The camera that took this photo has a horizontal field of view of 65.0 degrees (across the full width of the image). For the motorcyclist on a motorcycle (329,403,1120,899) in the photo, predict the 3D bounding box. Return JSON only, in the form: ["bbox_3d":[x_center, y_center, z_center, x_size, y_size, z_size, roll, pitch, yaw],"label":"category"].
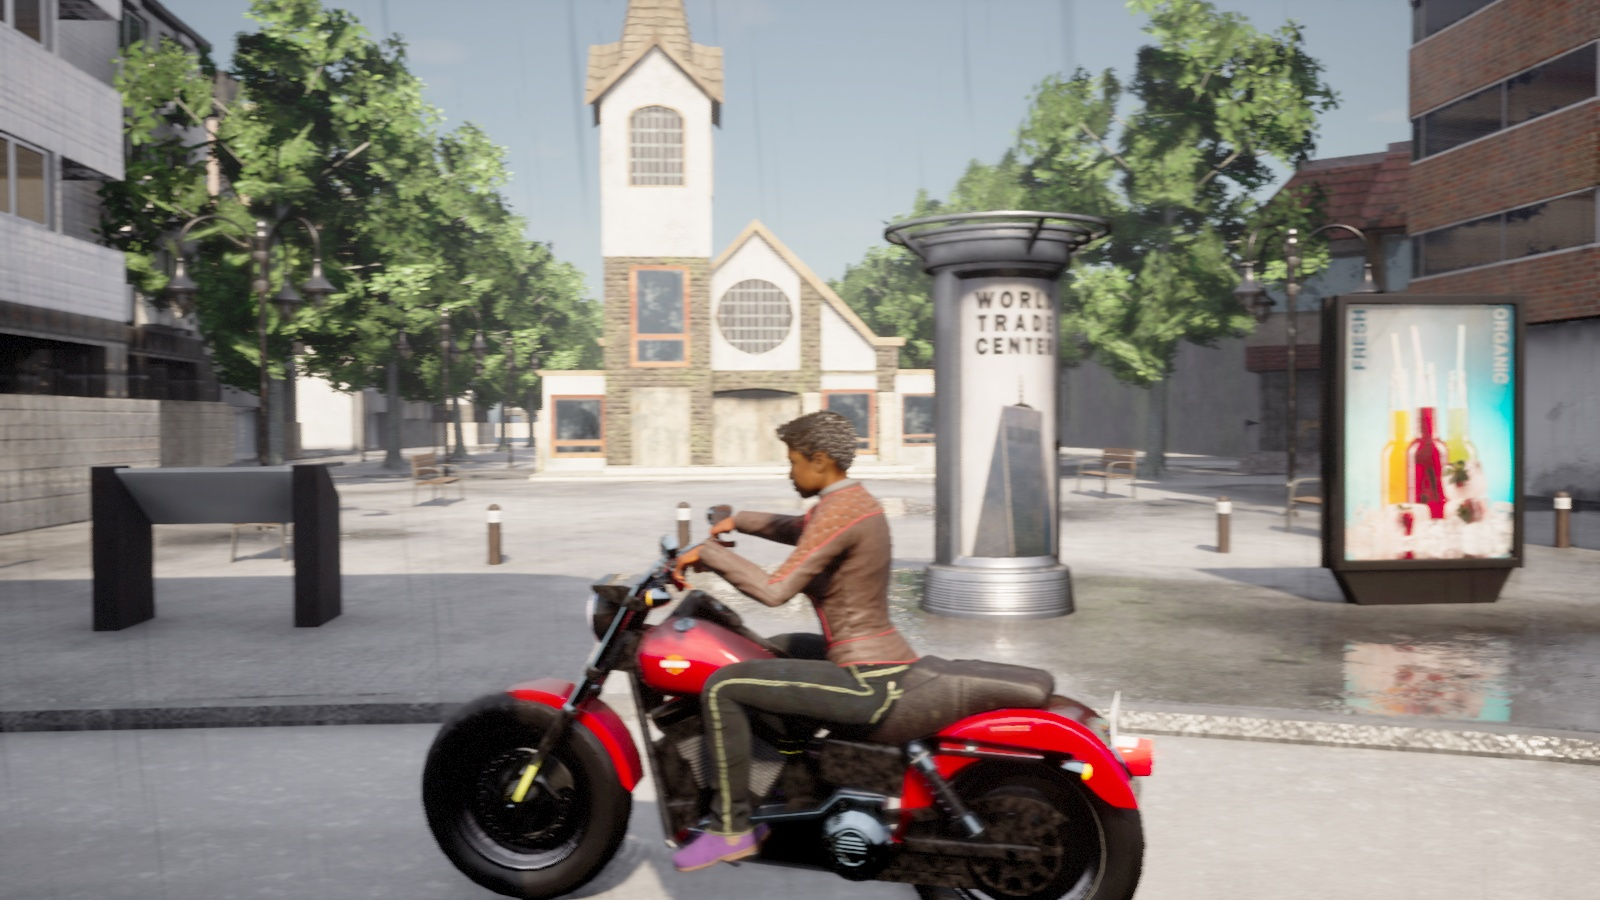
[{"bbox_3d":[-0.225,0.687,3.959,2.350,1.649,0.766,0,2,17],"label":"motorcyclist on a motorcycle"}]
